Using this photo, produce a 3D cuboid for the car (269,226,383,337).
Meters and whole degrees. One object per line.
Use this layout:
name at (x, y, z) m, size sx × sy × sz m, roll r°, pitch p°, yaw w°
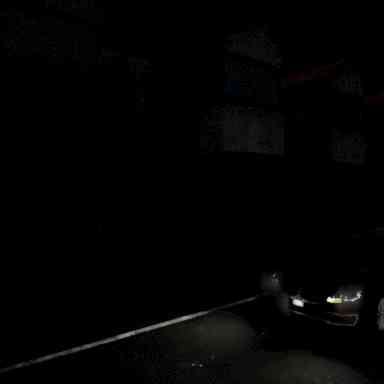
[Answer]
car at (3.625, 1.527, 6.826) m, size 4.892 × 1.490 × 1.837 m, roll 0°, pitch 0°, yaw -38°
